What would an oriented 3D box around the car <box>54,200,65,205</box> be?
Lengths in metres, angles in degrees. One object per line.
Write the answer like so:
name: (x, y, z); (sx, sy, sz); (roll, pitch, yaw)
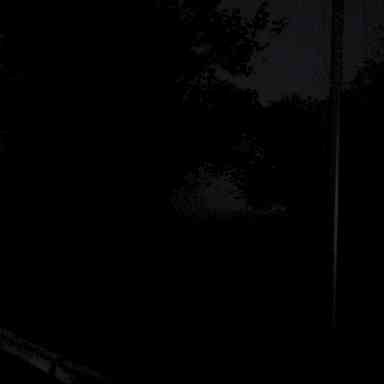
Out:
car: (-35.239, 2.880, 87.706); (5.008, 1.535, 2.097); (1, -3, 4)
